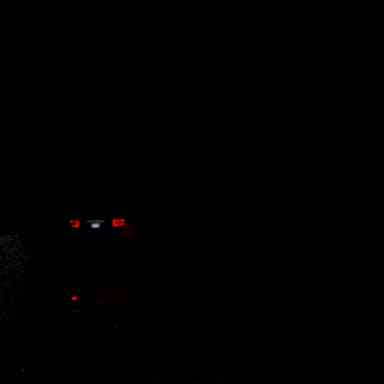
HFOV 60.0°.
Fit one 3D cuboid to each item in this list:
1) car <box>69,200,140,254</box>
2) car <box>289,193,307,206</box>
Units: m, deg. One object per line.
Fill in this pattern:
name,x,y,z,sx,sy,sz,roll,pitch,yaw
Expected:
car,-3.615,1.371,14.526,2.150,2.045,5.566,-1,-2,-4
car,18.019,1.162,56.221,2.150,2.045,5.566,-2,0,29
